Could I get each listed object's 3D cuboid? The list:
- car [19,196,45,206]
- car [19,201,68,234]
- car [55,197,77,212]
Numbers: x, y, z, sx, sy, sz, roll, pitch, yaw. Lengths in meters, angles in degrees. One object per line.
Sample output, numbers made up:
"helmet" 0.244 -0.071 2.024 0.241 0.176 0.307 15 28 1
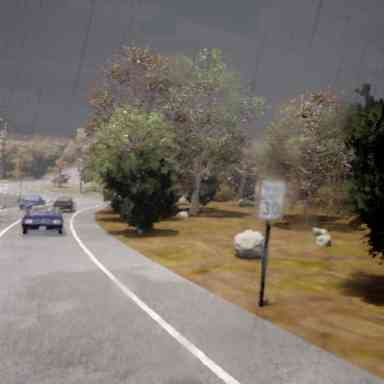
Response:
"car" -16.745 1.115 35.157 1.812 1.442 4.674 4 -1 -13
"car" -7.846 1.408 17.769 1.895 1.301 4.718 3 -1 -22
"car" -13.370 1.300 35.144 1.837 1.490 4.892 4 -1 -13
